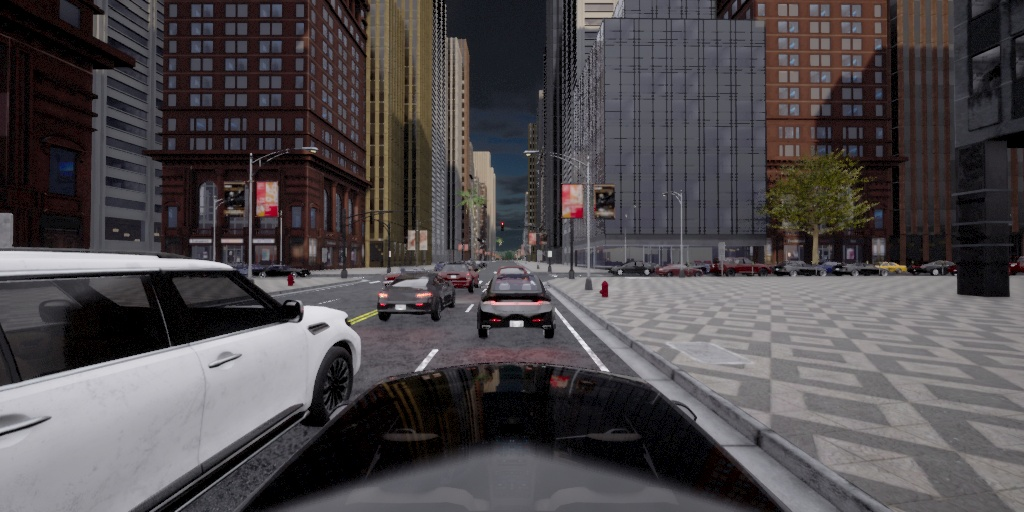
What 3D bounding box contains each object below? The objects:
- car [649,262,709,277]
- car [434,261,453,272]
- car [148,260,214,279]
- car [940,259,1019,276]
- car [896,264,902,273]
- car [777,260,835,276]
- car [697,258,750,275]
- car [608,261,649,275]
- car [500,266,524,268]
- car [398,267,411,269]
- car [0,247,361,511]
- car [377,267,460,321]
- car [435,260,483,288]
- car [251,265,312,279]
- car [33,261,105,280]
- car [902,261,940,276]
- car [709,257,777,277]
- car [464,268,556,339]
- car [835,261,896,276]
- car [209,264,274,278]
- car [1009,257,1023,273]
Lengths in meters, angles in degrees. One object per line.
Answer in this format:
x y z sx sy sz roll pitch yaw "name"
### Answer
15.318 1.326 32.980 4.207 1.307 1.802 0 0 -1 "car"
-9.834 1.494 51.977 1.812 1.442 4.674 0 0 0 "car"
-32.215 1.322 35.023 4.553 1.767 2.097 0 -1 0 "car"
43.507 1.212 33.416 4.507 1.381 1.888 0 0 -1 "car"
43.211 1.294 41.936 4.829 1.417 1.751 0 0 -1 "car"
26.594 1.274 33.154 4.313 1.339 1.948 0 0 -1 "car"
22.878 1.140 38.873 4.553 1.767 2.097 0 -1 -1 "car"
12.851 1.326 38.718 4.892 1.490 1.837 0 -1 -1 "car"
0.001 1.259 19.625 1.882 1.535 5.008 0 0 0 "car"
-6.601 1.396 22.905 1.895 1.301 4.718 0 0 0 "car"
-3.155 0.972 2.547 2.150 2.045 5.566 0 0 0 "car"
-3.149 1.287 12.437 1.812 1.442 4.674 0 0 0 "car"
-3.148 1.141 21.417 2.097 1.767 4.553 0 0 0 "car"
-22.397 1.526 35.011 4.718 1.301 1.895 0 -1 -3 "car"
-43.190 1.372 35.054 4.553 1.767 2.097 0 -1 2 "car"
42.856 1.204 36.031 4.892 1.490 1.837 0 -1 -1 "car"
20.957 1.040 33.067 5.009 1.841 2.192 0 0 -1 "car"
0.099 1.248 10.124 2.128 1.511 4.902 0 0 0 "car"
32.231 1.258 33.241 4.313 1.339 1.948 0 0 -1 "car"
-28.750 1.540 38.196 5.357 1.411 2.033 0 -1 0 "car"
49.145 0.971 33.502 5.009 1.841 2.192 0 0 -1 "car"
